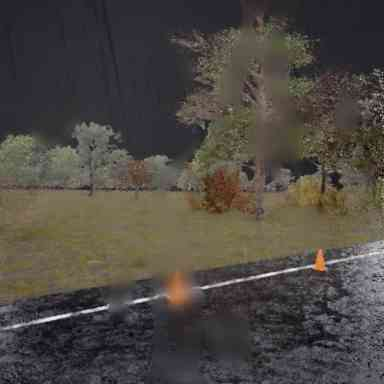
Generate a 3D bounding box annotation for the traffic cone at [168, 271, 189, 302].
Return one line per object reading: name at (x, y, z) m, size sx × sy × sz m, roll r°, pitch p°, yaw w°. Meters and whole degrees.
traffic cone at (-0.288, 1.968, 7.034) m, size 0.340 × 0.580 × 0.340 m, roll 0°, pitch 0°, yaw -35°

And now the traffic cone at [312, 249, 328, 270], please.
traffic cone at (3.822, 1.989, 9.915) m, size 0.340 × 0.580 × 0.340 m, roll 0°, pitch 0°, yaw -35°
